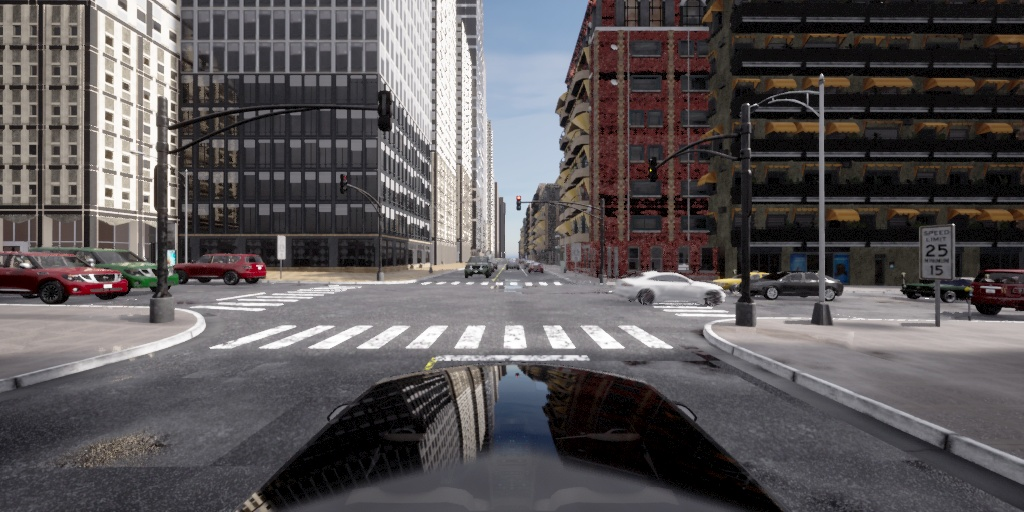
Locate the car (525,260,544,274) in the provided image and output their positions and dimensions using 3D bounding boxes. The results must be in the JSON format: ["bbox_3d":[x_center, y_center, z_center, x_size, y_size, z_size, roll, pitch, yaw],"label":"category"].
[{"bbox_3d":[2.759,1.341,41.665,1.802,1.307,4.207,0,0,0],"label":"car"}]

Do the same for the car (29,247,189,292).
[{"bbox_3d":[-18.244,0.658,15.904,5.566,2.045,2.150,1,0,-1],"label":"car"}]

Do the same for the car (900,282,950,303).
[{"bbox_3d":[24.213,1.827,19.451,4.718,1.301,1.895,1,0,-1],"label":"car"}]

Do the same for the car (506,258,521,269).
[{"bbox_3d":[0.125,1.331,55.552,1.994,1.385,4.181,0,0,0],"label":"car"}]

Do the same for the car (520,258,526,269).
[{"bbox_3d":[2.715,1.317,54.582,2.007,1.370,4.403,0,0,0],"label":"car"}]

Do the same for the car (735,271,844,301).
[{"bbox_3d":[14.922,1.562,19.344,4.892,1.490,1.837,1,0,2],"label":"car"}]

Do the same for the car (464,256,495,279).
[{"bbox_3d":[-3.085,0.977,33.568,2.150,2.045,5.566,0,0,0],"label":"car"}]

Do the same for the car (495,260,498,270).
[{"bbox_3d":[-3.074,1.286,43.642,1.812,1.442,4.674,0,0,0],"label":"car"}]

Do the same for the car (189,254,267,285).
[{"bbox_3d":[-17.701,0.776,21.695,5.009,1.841,2.192,0,0,0],"label":"car"}]

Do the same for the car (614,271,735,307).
[{"bbox_3d":[6.995,1.428,16.109,4.674,1.442,1.812,1,0,0],"label":"car"}]

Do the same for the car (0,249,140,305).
[{"bbox_3d":[-17.570,0.757,13.315,5.009,1.841,2.192,0,0,0],"label":"car"}]

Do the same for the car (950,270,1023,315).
[{"bbox_3d":[20.604,1.461,13.663,5.009,1.841,2.192,0,0,0],"label":"car"}]
